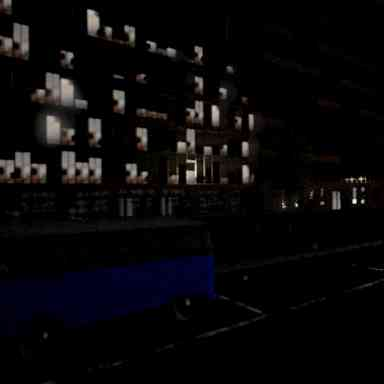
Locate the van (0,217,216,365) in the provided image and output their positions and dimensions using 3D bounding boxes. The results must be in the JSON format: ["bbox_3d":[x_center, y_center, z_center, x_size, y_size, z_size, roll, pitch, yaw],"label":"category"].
[{"bbox_3d":[-1.473,1.350,5.525,3.998,1.788,1.690,0,-1,-35],"label":"van"}]
